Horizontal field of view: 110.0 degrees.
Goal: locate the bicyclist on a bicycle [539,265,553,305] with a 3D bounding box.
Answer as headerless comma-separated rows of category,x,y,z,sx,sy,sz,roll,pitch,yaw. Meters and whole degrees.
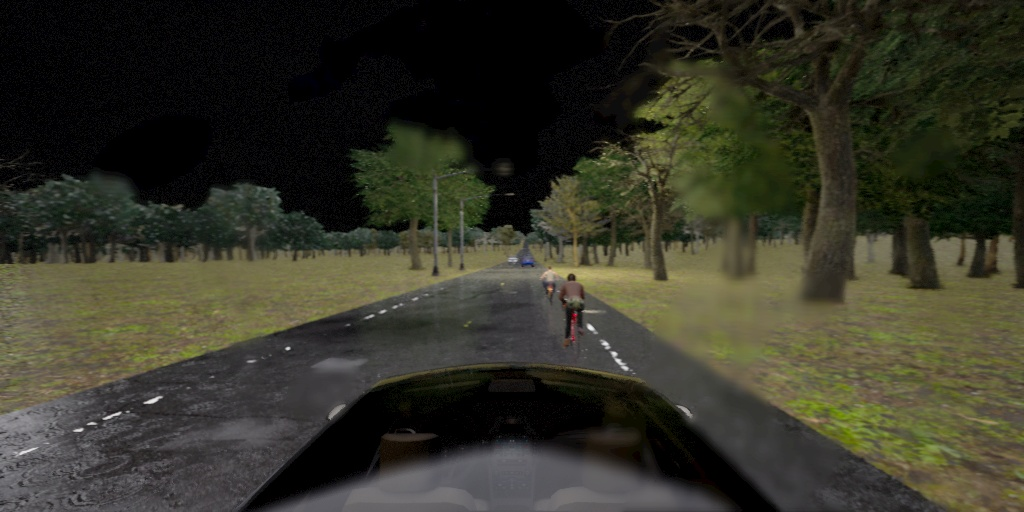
bicyclist on a bicycle,1.574,1.172,14.895,0.866,1.612,1.509,0,-1,2

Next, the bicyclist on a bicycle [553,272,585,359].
bicyclist on a bicycle,1.267,1.191,7.455,0.582,1.620,1.656,0,0,2

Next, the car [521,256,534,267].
car,2.789,0.970,64.548,2.150,2.045,5.566,0,0,1
